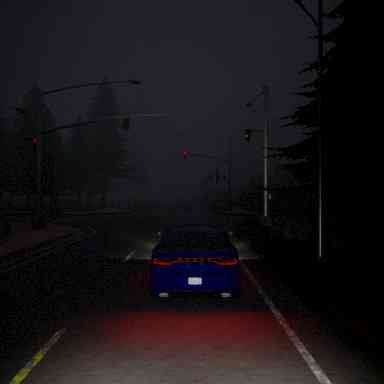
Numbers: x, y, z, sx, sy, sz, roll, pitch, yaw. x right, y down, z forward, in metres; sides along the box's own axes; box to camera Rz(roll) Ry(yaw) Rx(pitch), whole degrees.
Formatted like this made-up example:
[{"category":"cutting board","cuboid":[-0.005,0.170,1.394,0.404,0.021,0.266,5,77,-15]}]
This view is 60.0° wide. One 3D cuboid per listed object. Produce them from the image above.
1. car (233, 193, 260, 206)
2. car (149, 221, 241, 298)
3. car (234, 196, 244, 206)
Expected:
[{"category":"car","cuboid":[8.545,1.146,52.022,3.866,1.878,1.905,0,0,0]},{"category":"car","cuboid":[0.079,1.478,8.558,1.882,1.535,5.008,0,0,1]},{"category":"car","cuboid":[8.954,1.144,49.511,4.605,1.855,1.932,0,0,0]}]
